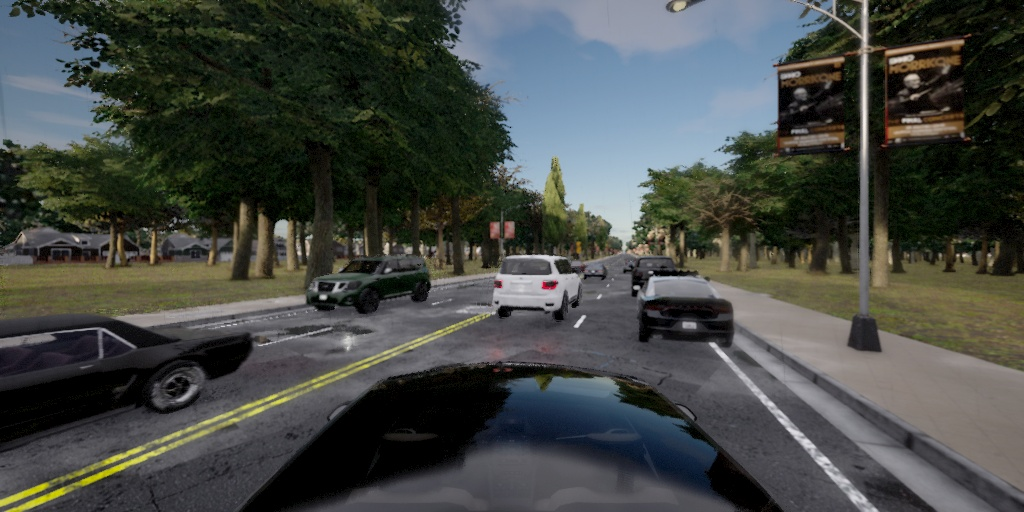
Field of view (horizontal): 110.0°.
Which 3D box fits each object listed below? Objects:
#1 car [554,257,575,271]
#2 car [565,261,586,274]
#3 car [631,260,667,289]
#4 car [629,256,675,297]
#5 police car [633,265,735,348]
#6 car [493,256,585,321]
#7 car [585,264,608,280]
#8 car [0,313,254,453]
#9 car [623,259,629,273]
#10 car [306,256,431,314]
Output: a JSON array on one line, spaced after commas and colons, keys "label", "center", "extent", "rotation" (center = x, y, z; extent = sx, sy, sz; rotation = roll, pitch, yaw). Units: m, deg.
[{"label": "car", "center": [8.263, 1.165, 55.946], "extent": [2.150, 2.045, 5.566], "rotation": [0, 0, 19]}, {"label": "car", "center": [7.931, 1.376, 44.605], "extent": [1.882, 1.535, 5.008], "rotation": [0, 0, 18]}, {"label": "car", "center": [9.339, 1.168, 24.706], "extent": [2.097, 1.767, 4.553], "rotation": [0, 0, 18]}, {"label": "car", "center": [7.478, 1.023, 19.064], "extent": [2.150, 2.045, 5.566], "rotation": [0, 0, 18]}, {"label": "police car", "center": [4.367, 1.195, 9.644], "extent": [1.930, 1.638, 5.238], "rotation": [0, 0, 18]}, {"label": "car", "center": [1.113, 1.008, 12.946], "extent": [2.150, 2.045, 5.566], "rotation": [0, 0, 18]}, {"label": "car", "center": [7.731, 1.399, 32.991], "extent": [2.033, 1.411, 5.357], "rotation": [0, 0, 18]}, {"label": "car", "center": [-5.592, 1.368, 3.643], "extent": [1.895, 1.301, 4.718], "rotation": [0, 0, 18]}, {"label": "car", "center": [15.088, 1.453, 45.166], "extent": [1.994, 1.385, 4.181], "rotation": [0, 0, 20]}, {"label": "car", "center": [-5.417, 1.026, 14.547], "extent": [2.150, 2.045, 5.566], "rotation": [0, 0, 18]}]
